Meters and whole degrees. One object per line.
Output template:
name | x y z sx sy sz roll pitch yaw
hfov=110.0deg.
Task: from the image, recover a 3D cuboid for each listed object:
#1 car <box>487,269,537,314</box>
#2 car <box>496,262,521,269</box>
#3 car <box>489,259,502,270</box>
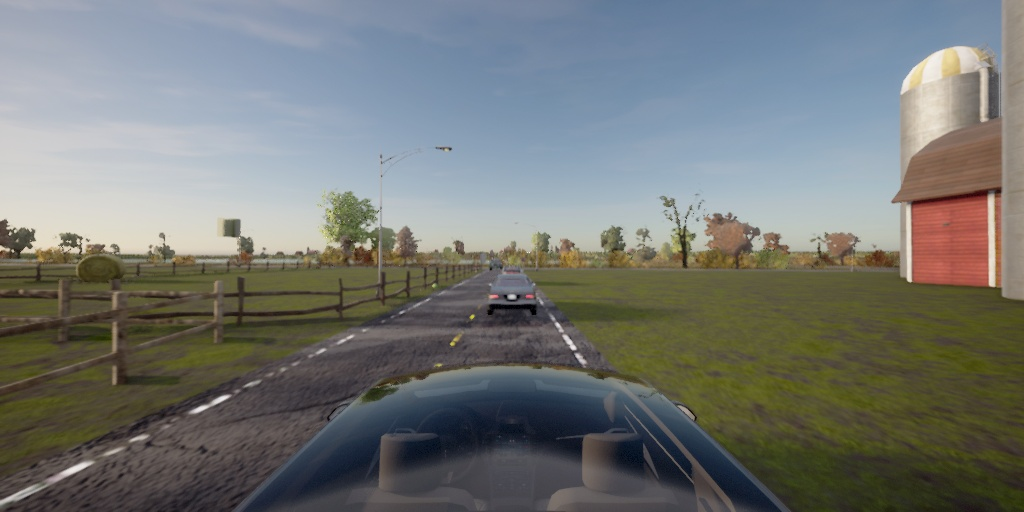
car | 0.005 1.423 14.356 2.033 1.411 5.357 0 -1 0
car | 0.011 1.519 30.347 2.128 1.511 4.902 0 0 0
car | -2.769 1.524 62.340 2.150 2.045 5.566 0 -1 0
